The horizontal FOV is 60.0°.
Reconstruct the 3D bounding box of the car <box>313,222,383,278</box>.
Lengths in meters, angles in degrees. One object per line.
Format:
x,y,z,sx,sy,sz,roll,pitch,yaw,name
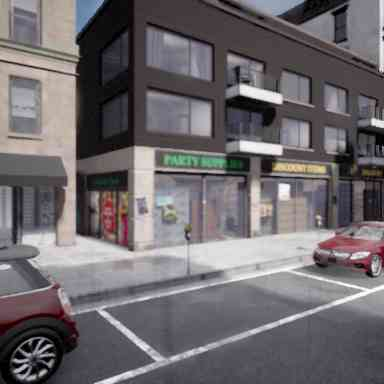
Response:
5.445,1.579,10.073,4.206,1.307,1.802,0,0,-36,car

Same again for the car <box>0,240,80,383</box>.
-3.527,1.440,3.671,4.097,1.590,1.967,0,0,-36,car
